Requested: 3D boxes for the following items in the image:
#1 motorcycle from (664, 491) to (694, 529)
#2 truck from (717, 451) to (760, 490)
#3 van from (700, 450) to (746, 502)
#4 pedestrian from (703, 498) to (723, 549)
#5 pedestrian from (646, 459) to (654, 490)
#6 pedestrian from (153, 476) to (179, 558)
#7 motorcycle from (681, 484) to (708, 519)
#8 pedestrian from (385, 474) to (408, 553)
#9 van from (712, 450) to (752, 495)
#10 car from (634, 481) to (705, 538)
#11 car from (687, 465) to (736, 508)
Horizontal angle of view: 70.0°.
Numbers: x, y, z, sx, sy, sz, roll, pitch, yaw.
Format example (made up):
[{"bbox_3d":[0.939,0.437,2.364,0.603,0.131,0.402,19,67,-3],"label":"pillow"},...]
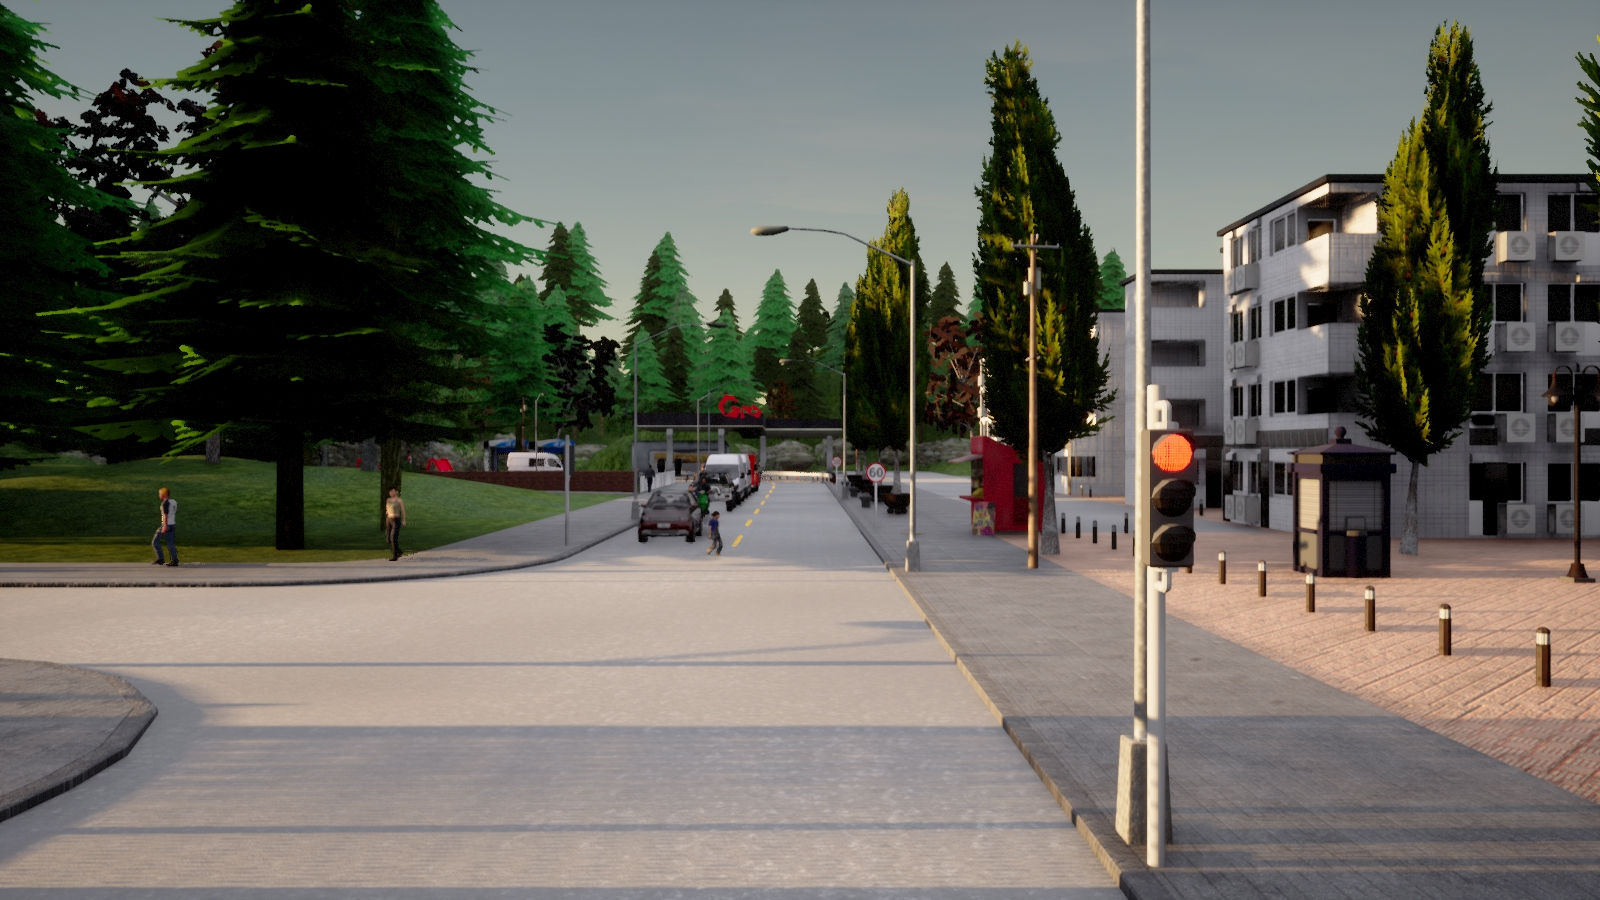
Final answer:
[{"bbox_3d":[-4.023,1.987,38.167,0.803,1.145,2.033,0,0,0],"label":"motorcycle"},{"bbox_3d":[-4.021,1.336,75.255,2.627,2.467,5.204,0,0,-1],"label":"truck"},{"bbox_3d":[-3.997,1.304,60.156,1.988,2.561,5.915,0,0,0],"label":"van"},{"bbox_3d":[-2.264,1.903,29.771,0.375,1.300,0.375,0,0,30],"label":"pedestrian"},{"bbox_3d":[-9.285,1.513,70.702,0.375,1.860,0.375,0,0,3],"label":"pedestrian"},{"bbox_3d":[-14.485,1.520,26.107,0.375,1.860,0.375,0,0,-2],"label":"pedestrian"},{"bbox_3d":[-3.993,1.955,43.502,0.856,1.236,1.805,0,0,0],"label":"motorcycle"},{"bbox_3d":[-9.708,1.521,27.494,0.375,1.860,0.375,0,0,20],"label":"pedestrian"},{"bbox_3d":[-3.986,1.303,67.851,1.988,2.561,5.915,0,0,0],"label":"van"},{"bbox_3d":[-4.004,1.794,35.560,1.789,1.549,3.705,0,1,0],"label":"car"},{"bbox_3d":[-4.052,1.635,53.090,1.932,1.855,4.605,0,0,0],"label":"car"}]
